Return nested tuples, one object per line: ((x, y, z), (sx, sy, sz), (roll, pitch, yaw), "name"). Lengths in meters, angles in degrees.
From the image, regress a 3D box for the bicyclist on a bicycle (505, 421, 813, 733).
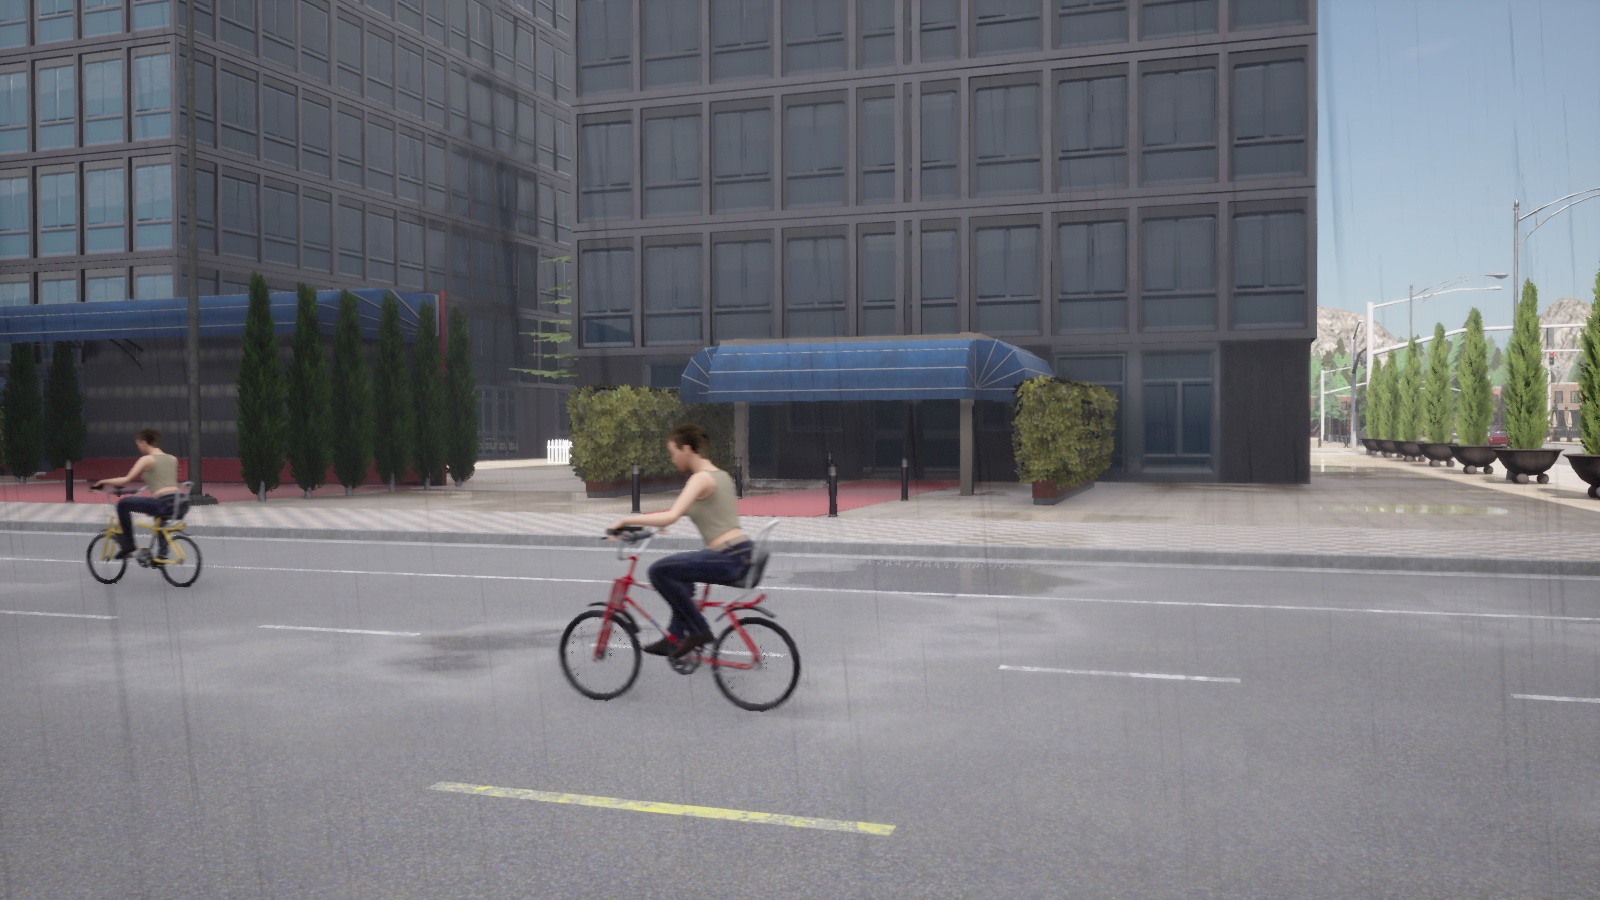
((-0.780, 0.646, 7.132), (1.509, 1.612, 0.866), (0, 1, 18), "bicyclist on a bicycle")

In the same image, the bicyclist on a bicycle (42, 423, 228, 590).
((-6.755, 0.533, 12.785), (1.509, 1.612, 0.866), (1, 1, 19), "bicyclist on a bicycle")
